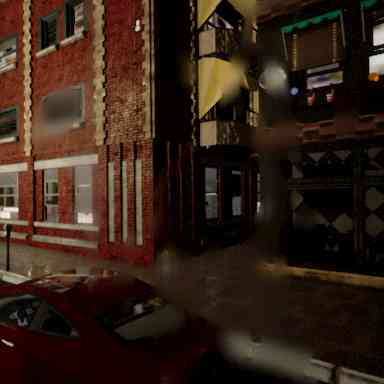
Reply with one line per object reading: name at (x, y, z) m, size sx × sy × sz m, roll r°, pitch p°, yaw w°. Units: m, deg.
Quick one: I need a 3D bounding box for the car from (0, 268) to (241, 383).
car at (-1.472, 1.582, 3.900) m, size 4.206 × 1.307 × 1.802 m, roll 0°, pitch -1°, yaw 36°
